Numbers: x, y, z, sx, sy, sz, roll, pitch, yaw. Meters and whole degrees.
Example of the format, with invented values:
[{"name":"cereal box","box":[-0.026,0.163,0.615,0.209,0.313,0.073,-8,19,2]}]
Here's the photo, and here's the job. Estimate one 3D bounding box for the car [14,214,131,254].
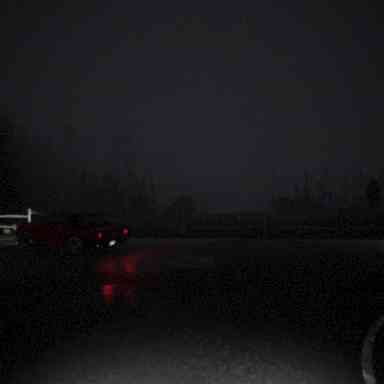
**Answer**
[{"name":"car","box":[-4.789,1.520,13.045,4.718,1.301,1.895,0,0,30]}]
